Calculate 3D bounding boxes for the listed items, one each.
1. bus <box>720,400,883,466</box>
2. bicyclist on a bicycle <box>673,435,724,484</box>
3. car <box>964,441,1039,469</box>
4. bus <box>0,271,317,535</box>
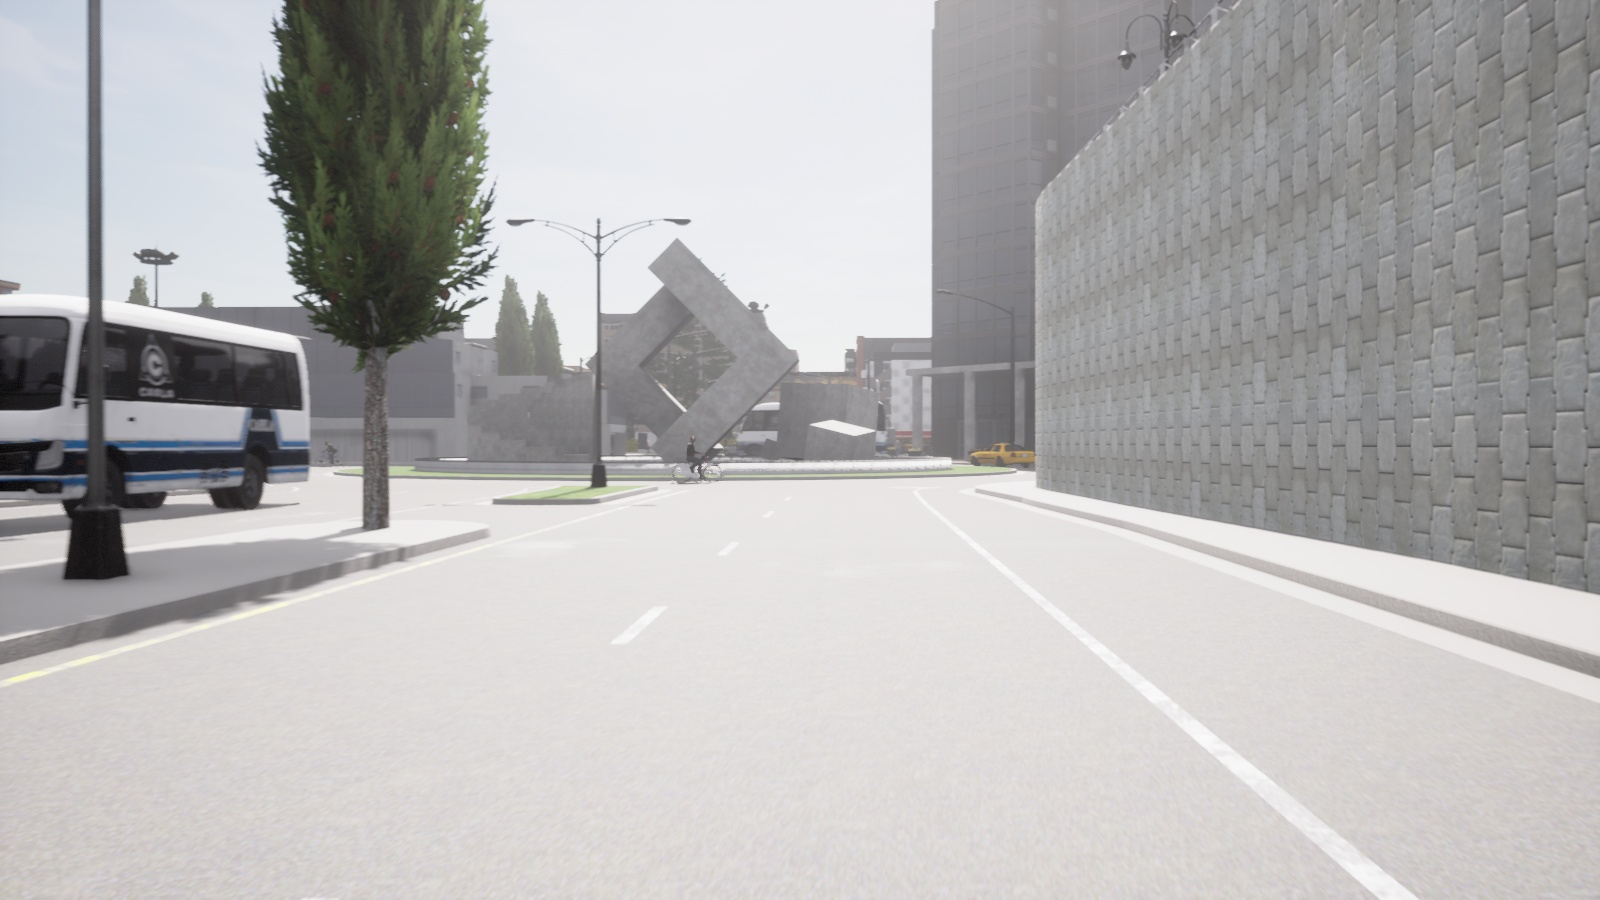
[{"bbox_3d":[0.059,-1.110,84.572,10.273,4.253,3.944,0,0,27],"label":"bus"},{"bbox_3d":[-3.743,0.351,46.132,1.843,1.776,0.659,0,0,-6],"label":"bicyclist on a bicycle"},{"bbox_3d":[11.785,0.280,73.905,1.801,1.575,5.366,0,0,-22],"label":"car"},{"bbox_3d":[-13.934,-0.791,25.461,3.944,4.253,10.273,0,0,3],"label":"bus"}]
